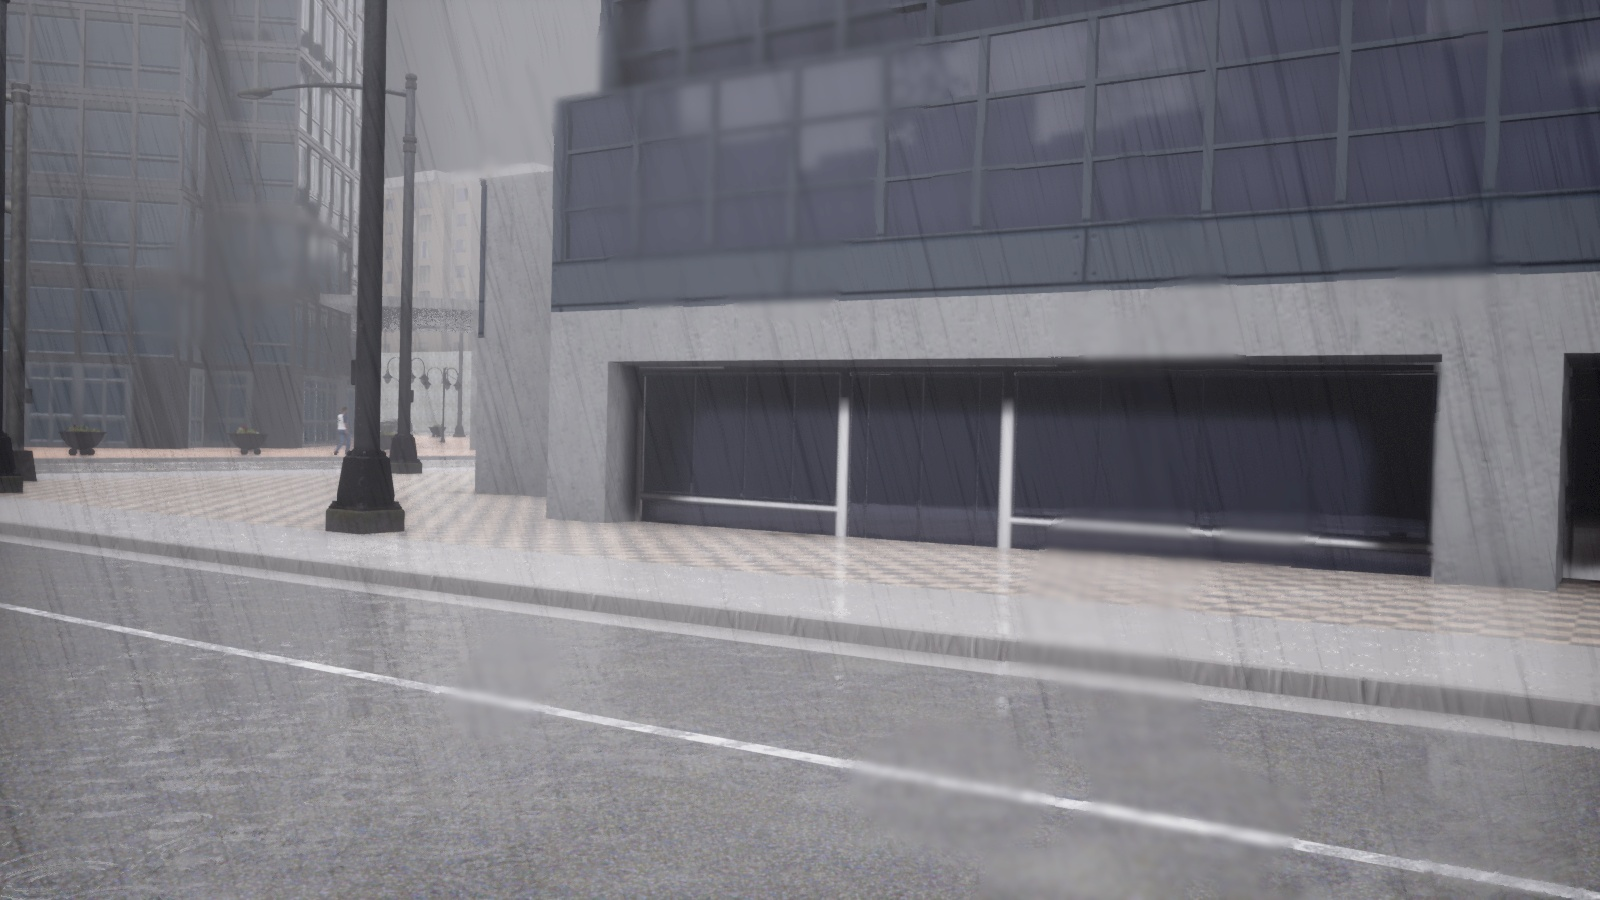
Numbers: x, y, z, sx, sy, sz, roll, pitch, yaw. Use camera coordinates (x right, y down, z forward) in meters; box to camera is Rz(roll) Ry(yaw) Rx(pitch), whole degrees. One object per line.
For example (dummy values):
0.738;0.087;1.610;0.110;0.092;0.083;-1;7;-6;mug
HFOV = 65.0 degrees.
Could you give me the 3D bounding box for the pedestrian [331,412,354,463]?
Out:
-16.624;-0.442;45.612;0.354;1.836;0.706;1;1;30;pedestrian
